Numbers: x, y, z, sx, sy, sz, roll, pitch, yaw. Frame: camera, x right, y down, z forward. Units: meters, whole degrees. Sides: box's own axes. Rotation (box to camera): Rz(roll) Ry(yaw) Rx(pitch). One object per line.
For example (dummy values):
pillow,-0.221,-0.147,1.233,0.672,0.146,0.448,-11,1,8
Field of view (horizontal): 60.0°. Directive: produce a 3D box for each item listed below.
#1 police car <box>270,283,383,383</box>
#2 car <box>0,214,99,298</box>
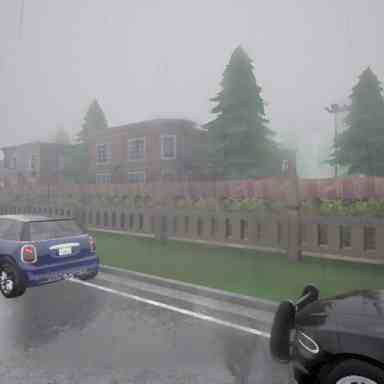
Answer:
police car,3.258,1.425,2.712,5.238,1.638,1.930,0,0,38
car,-4.520,1.351,8.772,4.553,1.767,2.097,0,0,38
